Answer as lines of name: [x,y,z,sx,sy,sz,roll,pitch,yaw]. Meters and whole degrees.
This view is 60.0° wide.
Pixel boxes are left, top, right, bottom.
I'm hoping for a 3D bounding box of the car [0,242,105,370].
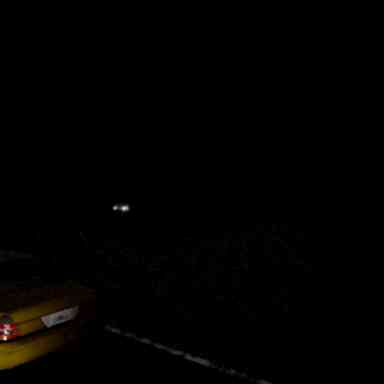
car: [-3.507,1.515,5.486,4.829,1.417,1.752,0,0,36]
